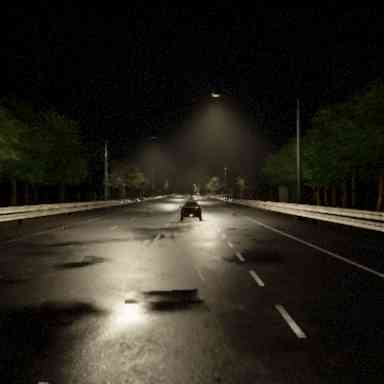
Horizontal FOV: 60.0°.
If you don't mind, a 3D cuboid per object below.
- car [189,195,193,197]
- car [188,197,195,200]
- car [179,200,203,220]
[{"bbox_3d":[-0.155,2.122,81.425,2.033,1.411,5.357,0,0,0],"label":"car"},{"bbox_3d":[-0.103,1.875,51.417,2.128,1.511,4.902,0,0,0],"label":"car"},{"bbox_3d":[-0.065,1.723,30.281,1.837,1.490,4.892,0,0,0],"label":"car"}]
